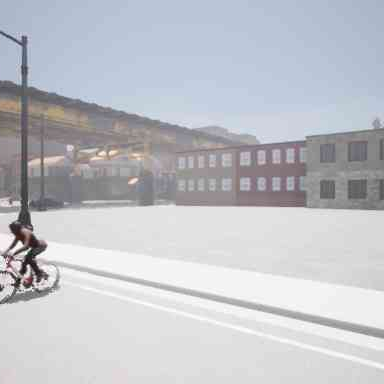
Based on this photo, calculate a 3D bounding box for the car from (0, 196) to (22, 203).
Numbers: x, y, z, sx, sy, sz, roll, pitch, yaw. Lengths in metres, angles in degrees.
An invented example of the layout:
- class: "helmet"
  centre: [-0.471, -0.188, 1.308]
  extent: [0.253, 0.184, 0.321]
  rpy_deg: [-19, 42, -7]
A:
- class: "car"
  centre: [-32.619, 1.278, 58.653]
  extent: [4.536, 1.218, 1.853]
  rpy_deg: [0, 0, 7]

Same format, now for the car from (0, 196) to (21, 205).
- class: "car"
  centre: [-32.568, 1.436, 58.647]
  extent: [4.974, 1.542, 2.038]
  rpy_deg: [0, 0, 7]

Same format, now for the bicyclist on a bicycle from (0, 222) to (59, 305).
- class: "bicyclist on a bicycle"
  centre: [-3.544, 1.440, 7.011]
  extent: [0.582, 1.620, 1.656]
  rpy_deg: [0, 1, 35]

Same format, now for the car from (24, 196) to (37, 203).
- class: "car"
  centre: [-29.064, 1.279, 59.918]
  extent: [1.853, 1.218, 4.536]
  rpy_deg: [0, 0, -23]

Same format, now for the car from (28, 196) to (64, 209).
- class: "car"
  centre: [-19.742, 1.514, 45.238]
  extent: [1.812, 1.442, 4.674]
  rpy_deg: [0, 0, 33]
